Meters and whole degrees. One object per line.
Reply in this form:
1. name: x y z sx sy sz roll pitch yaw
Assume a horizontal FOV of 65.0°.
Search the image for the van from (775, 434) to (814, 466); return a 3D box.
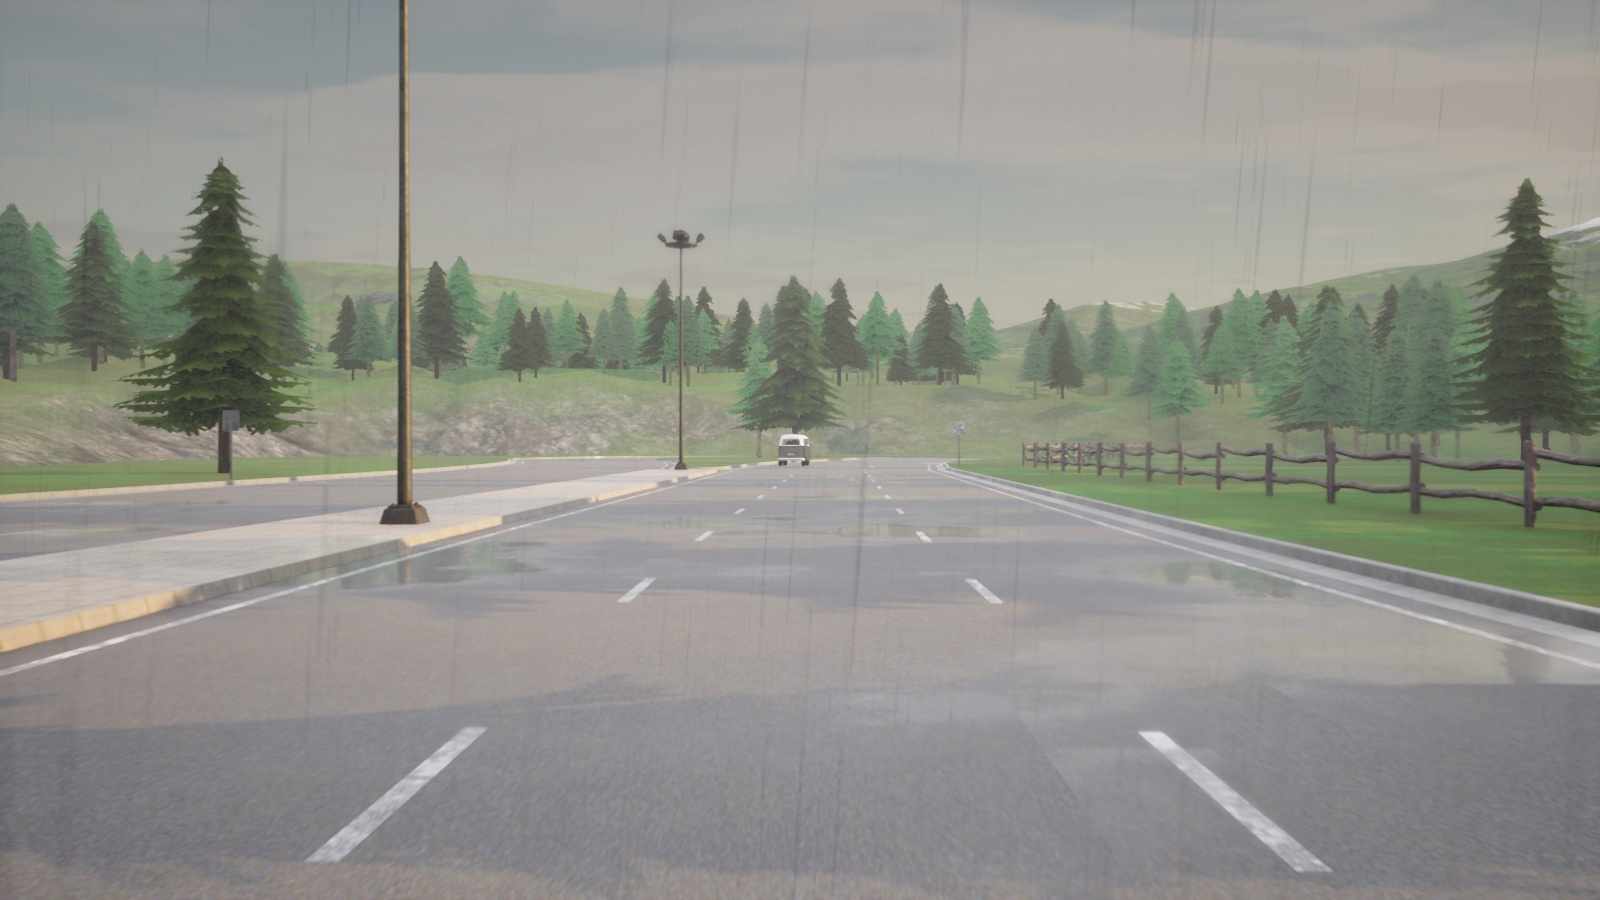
1. van: -0.319 0.005 82.417 2.069 2.038 4.480 0 0 6
